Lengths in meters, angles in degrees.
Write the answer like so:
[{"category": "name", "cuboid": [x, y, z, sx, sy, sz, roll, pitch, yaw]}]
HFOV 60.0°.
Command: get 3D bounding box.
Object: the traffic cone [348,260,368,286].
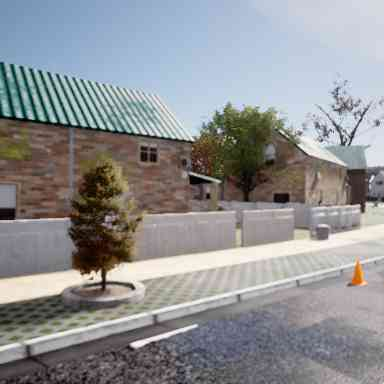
[{"category": "traffic cone", "cuboid": [4.179, 2.000, 8.366, 0.340, 0.580, 0.340, 0, 0, -36]}]
